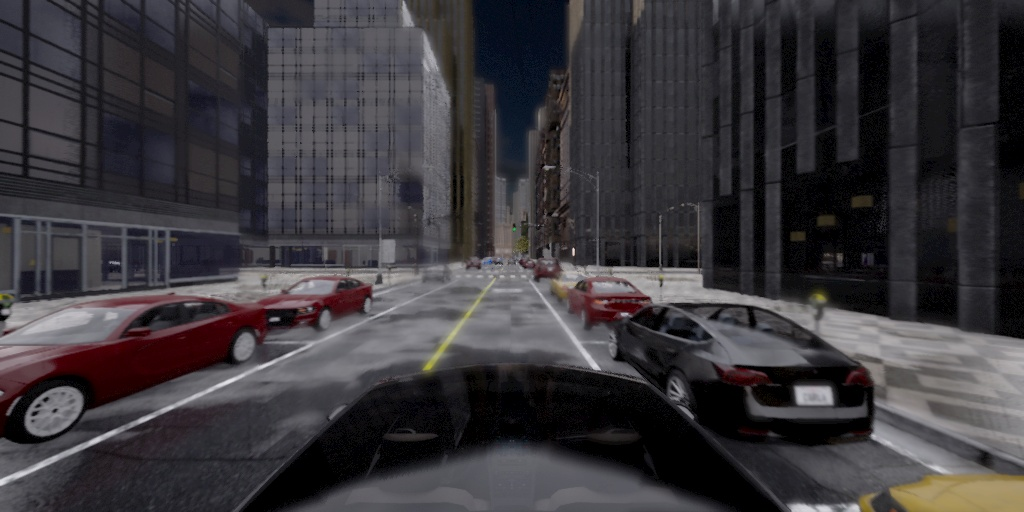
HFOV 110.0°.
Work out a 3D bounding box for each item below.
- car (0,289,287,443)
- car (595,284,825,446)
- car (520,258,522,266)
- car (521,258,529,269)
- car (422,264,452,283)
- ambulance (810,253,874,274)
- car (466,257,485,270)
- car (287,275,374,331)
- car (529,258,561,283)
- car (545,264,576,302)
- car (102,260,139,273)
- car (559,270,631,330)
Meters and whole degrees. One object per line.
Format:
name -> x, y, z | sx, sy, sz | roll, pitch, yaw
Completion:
car -> -5.764, 1.296, 5.334 | 1.888, 1.381, 4.507 | 0, 0, 0
car -> 2.761, 1.317, 5.353 | 1.948, 1.339, 4.313 | 0, 0, 0
car -> 2.752, 1.373, 60.371 | 1.802, 1.307, 4.207 | 0, 0, 0
car -> 2.753, 1.367, 54.753 | 1.802, 1.307, 4.207 | 0, 0, 0
car -> -5.768, 1.313, 27.878 | 2.007, 1.370, 4.403 | 0, 0, 0
ambulance -> 39.544, 0.881, 43.157 | 6.366, 2.431, 2.351 | 0, 0, -1
car -> -5.772, 1.099, 54.732 | 2.192, 1.841, 5.009 | 0, 0, 0
car -> -5.765, 1.298, 10.970 | 1.888, 1.381, 4.507 | 0, 0, 0
car -> 2.757, 1.077, 27.899 | 2.192, 1.841, 5.009 | 0, 0, 0
car -> 2.759, 1.282, 16.796 | 1.751, 1.417, 4.829 | 0, 0, 0
car -> -43.987, 1.200, 39.351 | 5.008, 1.535, 1.882 | 0, 0, 0
car -> 2.760, 1.299, 10.989 | 1.888, 1.381, 4.507 | 0, 0, 0
